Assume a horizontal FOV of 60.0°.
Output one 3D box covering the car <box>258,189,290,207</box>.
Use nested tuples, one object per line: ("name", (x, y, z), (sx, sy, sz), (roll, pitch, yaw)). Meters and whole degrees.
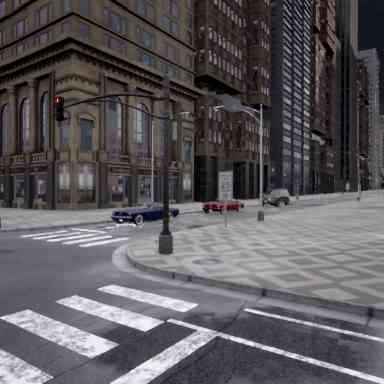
("car", (9.841, 0.675, 39.562), (2.150, 2.045, 5.566), (0, 1, 35))

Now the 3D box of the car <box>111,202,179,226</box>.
("car", (-2.960, 1.351, 21.619), (1.895, 1.301, 4.718), (0, 1, 36))

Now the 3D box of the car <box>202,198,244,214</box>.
("car", (2.842, 1.217, 29.753), (1.895, 1.301, 4.718), (0, 1, 35))
